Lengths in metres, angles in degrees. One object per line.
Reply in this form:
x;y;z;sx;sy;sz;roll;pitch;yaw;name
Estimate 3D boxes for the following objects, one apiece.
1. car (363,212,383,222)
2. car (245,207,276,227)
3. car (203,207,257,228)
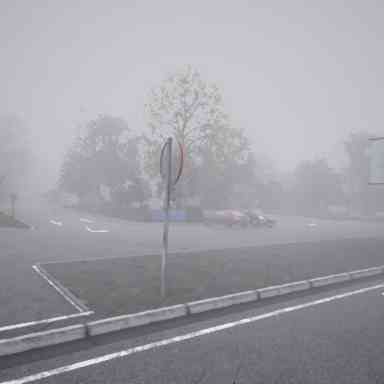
25.338;3.395;44.388;2.002;1.452;4.674;3;-2;-35;car
5.456;2.209;30.404;2.185;1.767;4.553;3;-2;-35;car
2.905;2.244;28.514;2.002;1.452;4.674;3;-2;-36;car
